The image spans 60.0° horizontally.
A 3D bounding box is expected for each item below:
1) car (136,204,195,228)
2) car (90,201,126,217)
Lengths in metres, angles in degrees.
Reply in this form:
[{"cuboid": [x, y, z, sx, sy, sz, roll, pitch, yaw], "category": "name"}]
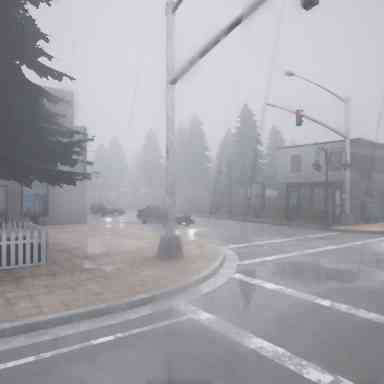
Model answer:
[{"cuboid": [-1.965, 1.532, 22.481, 2.033, 1.411, 5.357, 0, 0, -34], "category": "car"}, {"cuboid": [-8.154, 1.532, 31.734, 2.033, 1.411, 5.357, 0, 0, -34], "category": "car"}]
